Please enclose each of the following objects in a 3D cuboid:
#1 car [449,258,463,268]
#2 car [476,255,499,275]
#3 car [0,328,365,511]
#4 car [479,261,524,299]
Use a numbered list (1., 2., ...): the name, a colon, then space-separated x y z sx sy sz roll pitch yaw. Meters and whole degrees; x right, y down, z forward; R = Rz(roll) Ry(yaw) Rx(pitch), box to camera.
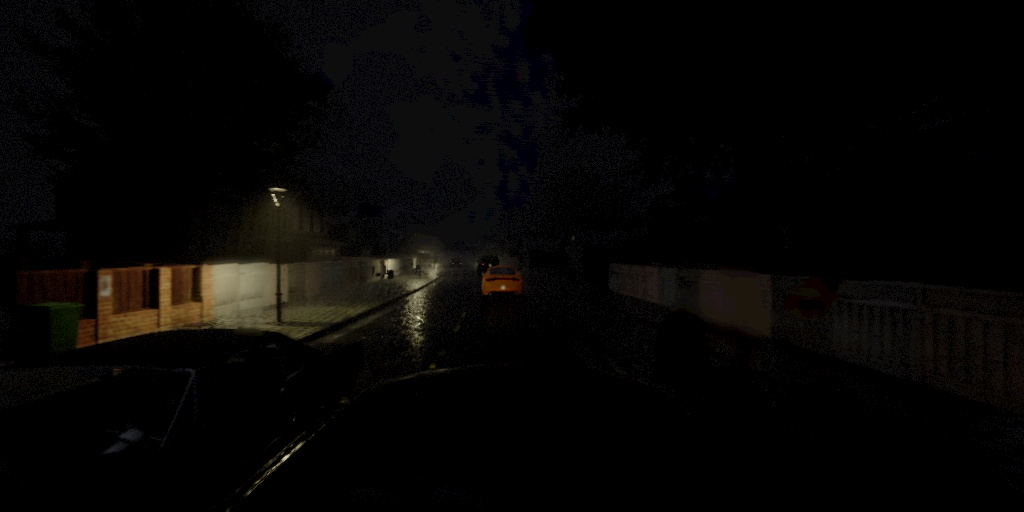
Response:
1. car: -9.201 1.088 58.679 1.837 1.490 4.892 0 0 -14
2. car: -2.419 0.957 36.797 2.150 2.045 5.566 0 0 -8
3. car: -2.894 1.356 2.618 1.895 1.301 4.718 0 0 -1
4. car: -0.522 1.216 18.057 1.882 1.535 5.008 0 0 -3
